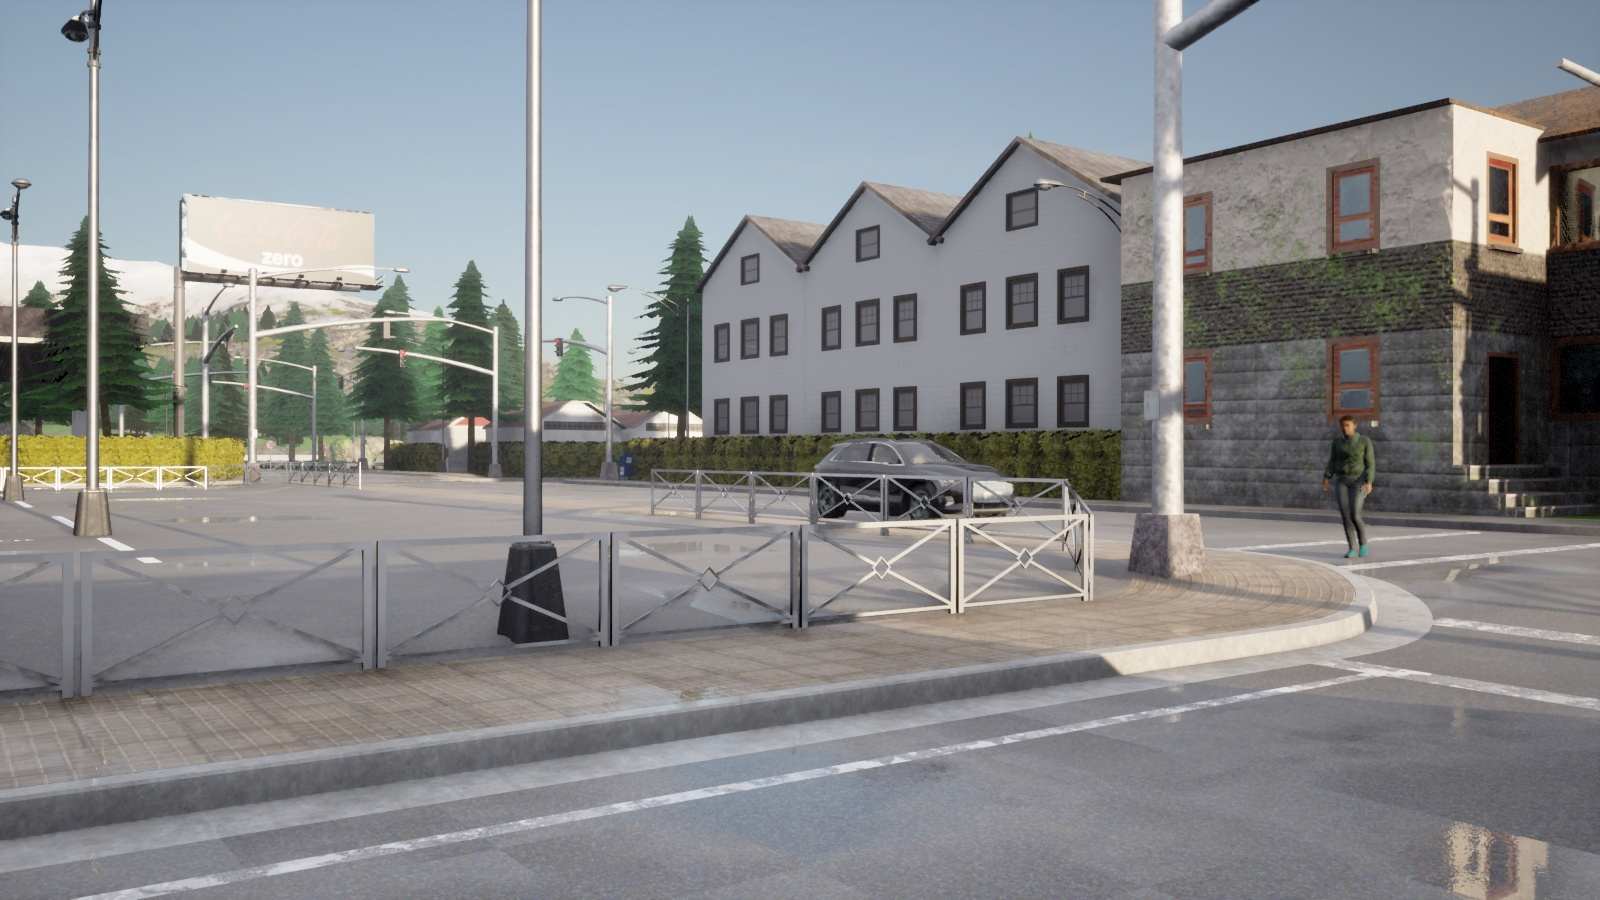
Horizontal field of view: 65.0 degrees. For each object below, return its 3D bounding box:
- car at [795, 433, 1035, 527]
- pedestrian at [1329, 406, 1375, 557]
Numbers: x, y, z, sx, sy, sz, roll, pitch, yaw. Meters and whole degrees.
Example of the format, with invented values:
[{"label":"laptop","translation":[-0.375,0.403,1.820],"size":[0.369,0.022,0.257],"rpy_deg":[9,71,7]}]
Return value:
[{"label":"car","translation":[2.124,0.556,24.598],"size":[2.033,1.649,4.856],"rpy_deg":[0,-1,-35]},{"label":"pedestrian","translation":[6.916,0.389,15.723],"size":[0.353,1.847,0.614],"rpy_deg":[0,0,42]}]
